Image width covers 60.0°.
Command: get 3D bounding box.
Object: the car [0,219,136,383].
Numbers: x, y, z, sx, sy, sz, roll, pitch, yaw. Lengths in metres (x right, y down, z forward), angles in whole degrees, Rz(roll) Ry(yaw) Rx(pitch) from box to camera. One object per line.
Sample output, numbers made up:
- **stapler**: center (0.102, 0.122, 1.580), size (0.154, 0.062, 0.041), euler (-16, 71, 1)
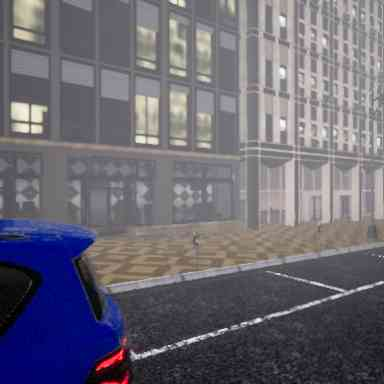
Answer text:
- **car**: center (-2.928, 1.201, 1.282), size (5.566, 2.045, 2.150), euler (1, -1, -36)
